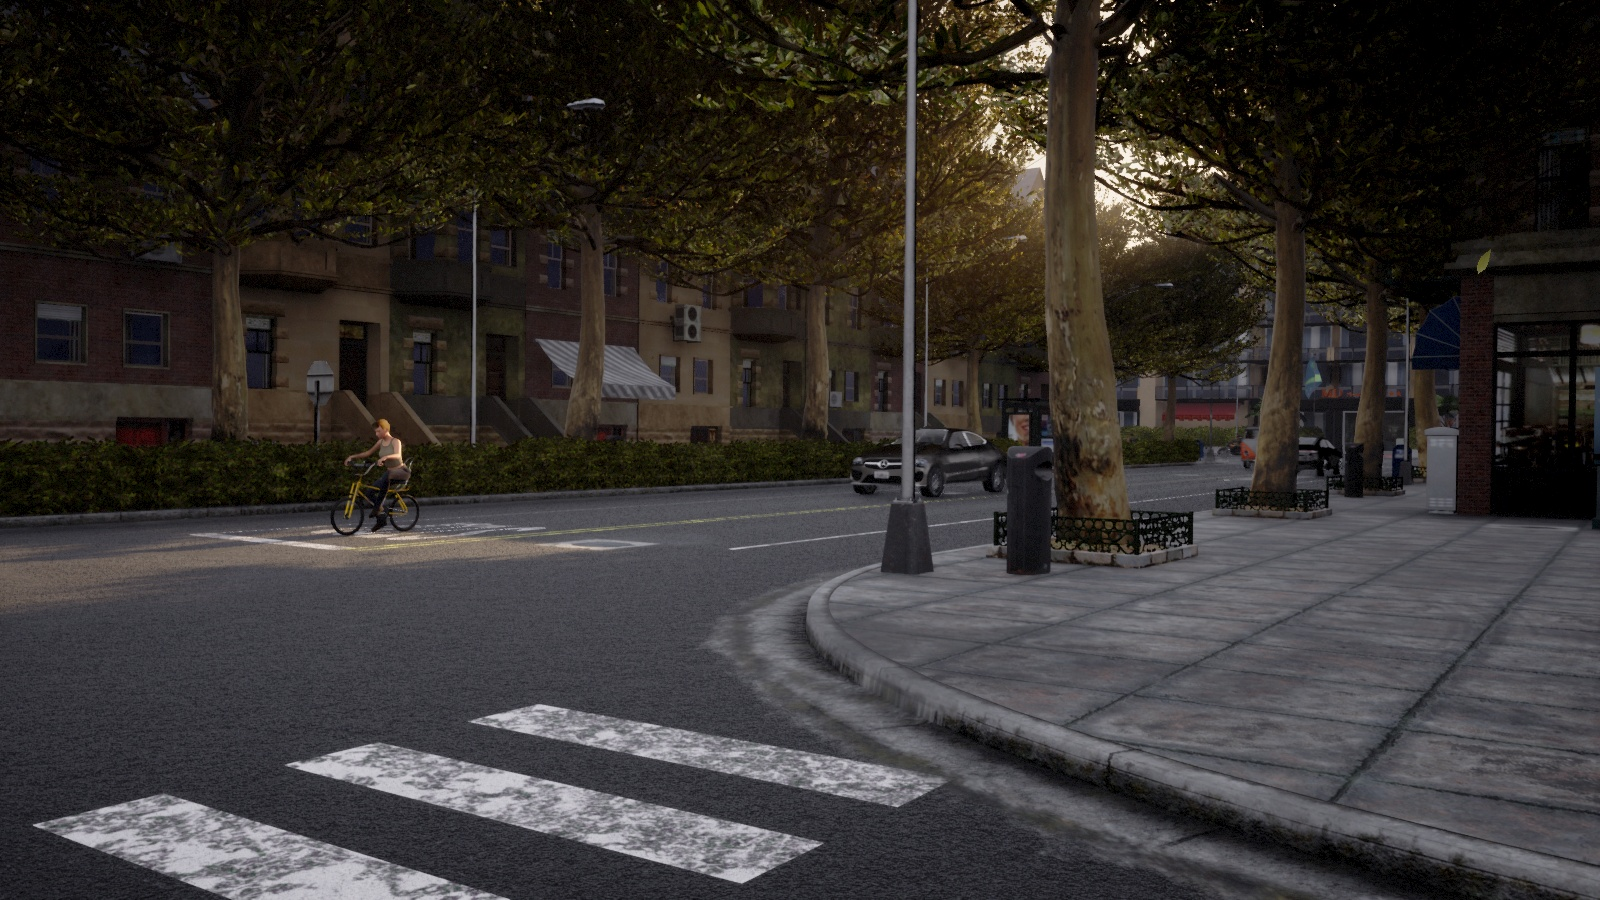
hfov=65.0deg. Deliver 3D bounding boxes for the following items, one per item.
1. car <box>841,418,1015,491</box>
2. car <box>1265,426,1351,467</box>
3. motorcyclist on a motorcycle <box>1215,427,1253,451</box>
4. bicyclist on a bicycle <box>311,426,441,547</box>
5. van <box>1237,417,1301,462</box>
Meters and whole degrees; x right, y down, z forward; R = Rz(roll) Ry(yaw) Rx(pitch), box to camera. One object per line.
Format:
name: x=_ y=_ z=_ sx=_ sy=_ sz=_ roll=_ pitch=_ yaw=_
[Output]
car: x=3.275 y=0.055 z=31.147 sx=2.152 sy=1.651 sz=5.027 roll=0 pitch=1 yaw=34
car: x=20.045 y=-0.168 z=49.407 sx=2.128 sy=1.511 sz=4.902 roll=0 pitch=1 yaw=34
motorcyclist on a motorcycle: x=30.033 y=-0.776 z=86.865 sx=2.350 sy=1.649 sz=0.766 roll=0 pitch=1 yaw=34
bicyclist on a bicycle: x=-5.954 y=0.480 z=17.696 sx=0.866 sy=1.612 sz=1.509 roll=0 pitch=1 yaw=34
van: x=21.689 y=-0.504 z=57.990 sx=1.775 sy=1.987 sz=4.442 roll=0 pitch=1 yaw=34
